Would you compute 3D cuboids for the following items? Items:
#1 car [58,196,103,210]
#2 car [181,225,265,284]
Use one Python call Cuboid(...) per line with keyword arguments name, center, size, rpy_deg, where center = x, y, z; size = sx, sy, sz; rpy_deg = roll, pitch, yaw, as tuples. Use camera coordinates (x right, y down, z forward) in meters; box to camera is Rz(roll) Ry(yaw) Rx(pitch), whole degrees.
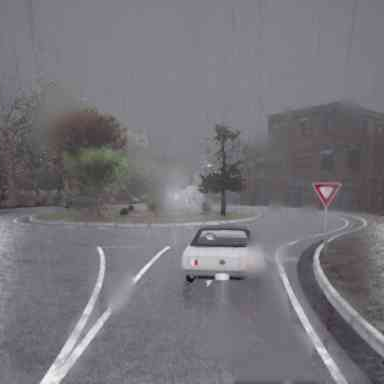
Cuboid(name="car", center=(-12.613, 1.200, 37.806), size=(4.892, 1.490, 1.837), rpy_deg=(0, 0, -42))
Cuboid(name="car", center=(0.921, 1.591, 9.531), size=(1.895, 1.301, 4.718), rpy_deg=(0, 0, 6))
